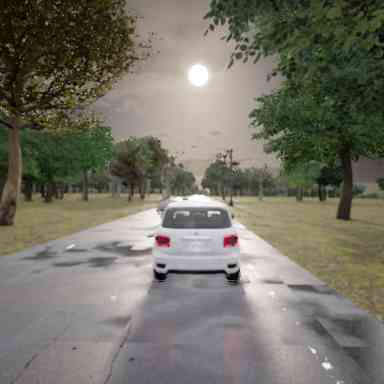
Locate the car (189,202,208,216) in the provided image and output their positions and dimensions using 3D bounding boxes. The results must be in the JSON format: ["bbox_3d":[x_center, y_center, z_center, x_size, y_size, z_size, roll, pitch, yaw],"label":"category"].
[{"bbox_3d":[0.713,1.766,35.051,1.895,1.301,4.718,0,0,2],"label":"car"}]

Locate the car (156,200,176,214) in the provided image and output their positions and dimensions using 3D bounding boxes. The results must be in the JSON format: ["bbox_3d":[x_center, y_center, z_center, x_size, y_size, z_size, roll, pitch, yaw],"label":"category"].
[{"bbox_3d":[-2.894,1.710,38.067,1.812,1.442,4.674,0,0,2],"label":"car"}]

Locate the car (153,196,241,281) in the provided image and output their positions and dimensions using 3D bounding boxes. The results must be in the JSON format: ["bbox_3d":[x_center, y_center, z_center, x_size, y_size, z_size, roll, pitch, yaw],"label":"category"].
[{"bbox_3d":[0.150,1.269,10.119,2.150,2.045,5.566,0,0,1],"label":"car"}]

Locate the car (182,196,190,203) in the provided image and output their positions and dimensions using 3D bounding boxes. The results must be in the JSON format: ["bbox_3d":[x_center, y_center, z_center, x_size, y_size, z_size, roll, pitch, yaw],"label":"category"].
[{"bbox_3d":[-1.433,1.804,79.674,1.812,1.442,4.674,0,0,2],"label":"car"}]
